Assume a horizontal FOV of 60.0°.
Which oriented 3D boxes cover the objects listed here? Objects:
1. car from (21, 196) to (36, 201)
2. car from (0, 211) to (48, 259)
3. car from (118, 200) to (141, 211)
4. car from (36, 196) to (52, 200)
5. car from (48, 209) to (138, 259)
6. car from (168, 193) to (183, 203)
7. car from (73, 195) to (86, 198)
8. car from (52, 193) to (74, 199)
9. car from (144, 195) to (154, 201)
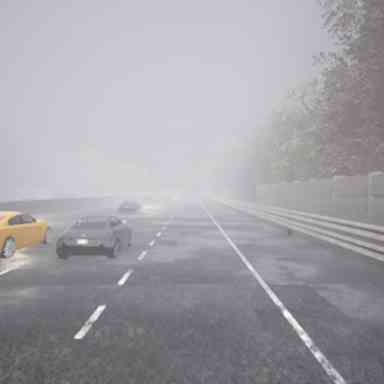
[{"bbox_3d":[-31.519,1.443,64.854,1.812,1.442,4.674,0,0,0],"label":"car"},{"bbox_3d":[-7.001,1.467,12.528,1.882,1.535,5.008,0,0,0],"label":"car"},{"bbox_3d":[-7.009,1.559,37.733,1.994,1.385,4.181,0,0,0],"label":"car"},{"bbox_3d":[-28.019,1.450,64.855,1.812,1.442,4.674,0,0,0],"label":"car"},{"bbox_3d":[-3.503,1.560,12.648,1.994,1.385,4.181,0,0,0],"label":"car"},{"bbox_3d":[-3.521,1.535,71.805,1.812,1.442,4.674,0,0,0],"label":"car"},{"bbox_3d":[-21.019,1.534,64.868,1.895,1.301,4.718,0,0,0],"label":"car"},{"bbox_3d":[-24.518,1.158,64.826,2.150,2.045,5.566,0,0,0],"label":"car"},{"bbox_3d":[-10.524,1.477,81.632,1.882,1.535,5.008,0,0,0],"label":"car"}]
